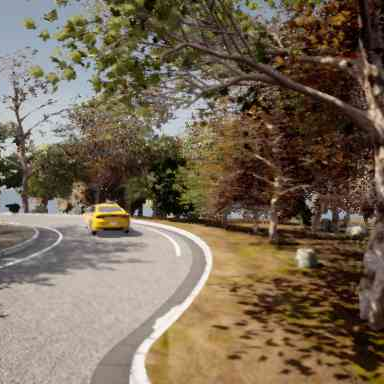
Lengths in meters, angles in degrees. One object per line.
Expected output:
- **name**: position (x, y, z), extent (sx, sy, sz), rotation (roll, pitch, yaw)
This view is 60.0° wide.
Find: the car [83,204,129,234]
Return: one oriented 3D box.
- **car**: position (-4.934, 1.419, 18.848), extent (1.882, 1.535, 5.008), rotation (1, 0, -24)
